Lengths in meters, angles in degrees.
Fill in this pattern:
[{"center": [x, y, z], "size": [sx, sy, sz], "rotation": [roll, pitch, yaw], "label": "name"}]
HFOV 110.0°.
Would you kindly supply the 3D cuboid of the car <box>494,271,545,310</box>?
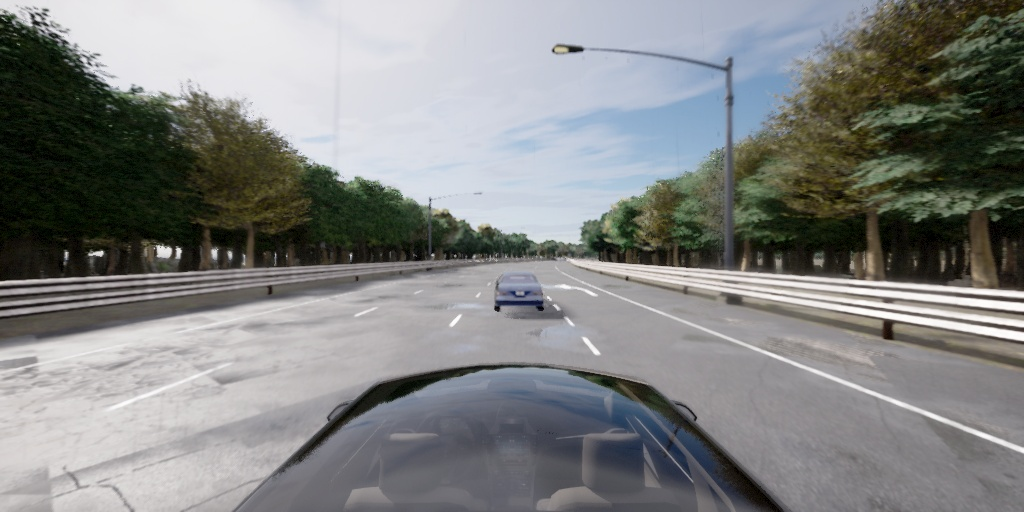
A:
[{"center": [0.236, 1.309, 14.625], "size": [2.033, 1.411, 5.357], "rotation": [0, 0, -1], "label": "car"}]
